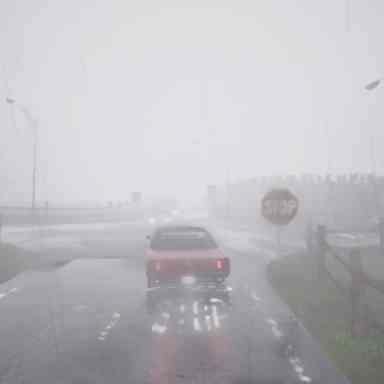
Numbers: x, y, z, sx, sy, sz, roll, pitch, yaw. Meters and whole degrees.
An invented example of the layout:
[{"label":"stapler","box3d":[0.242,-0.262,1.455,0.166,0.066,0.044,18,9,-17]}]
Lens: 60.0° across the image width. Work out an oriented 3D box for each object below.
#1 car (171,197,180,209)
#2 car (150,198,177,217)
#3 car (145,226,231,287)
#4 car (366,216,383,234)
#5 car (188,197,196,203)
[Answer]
[{"label":"car","box3d":[-2.856,1.537,42.783,1.882,1.535,5.008,0,0,0]},{"label":"car","box3d":[-2.854,1.588,32.305,2.033,1.411,5.357,0,0,0]},{"label":"car","box3d":[-0.347,1.610,9.396,1.895,1.301,4.718,0,0,-7]},{"label":"car","box3d":[12.716,1.713,19.422,4.553,1.767,2.097,1,-1,-1]},{"label":"car","box3d":[-0.022,1.723,74.064,1.895,1.301,4.718,0,0,0]}]
